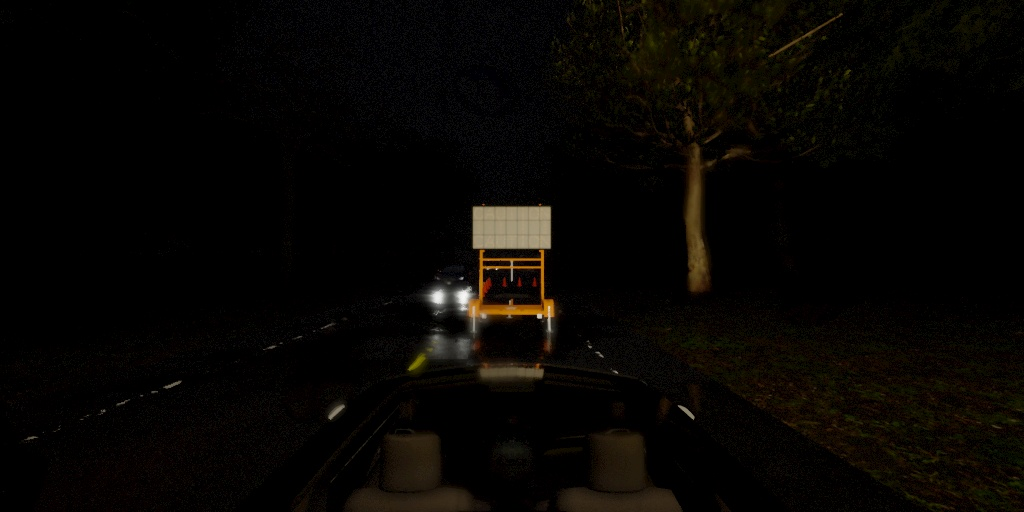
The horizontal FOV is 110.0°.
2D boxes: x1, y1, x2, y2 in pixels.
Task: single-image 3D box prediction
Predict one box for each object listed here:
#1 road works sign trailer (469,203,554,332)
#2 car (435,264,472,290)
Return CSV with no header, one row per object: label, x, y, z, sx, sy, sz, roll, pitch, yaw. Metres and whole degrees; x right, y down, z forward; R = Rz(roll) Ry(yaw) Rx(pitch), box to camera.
road works sign trailer,-0.005,0.217,10.821,2.380,3.560,2.880,0,0,0
car,-3.608,1.277,22.849,1.812,1.442,4.674,0,0,0
